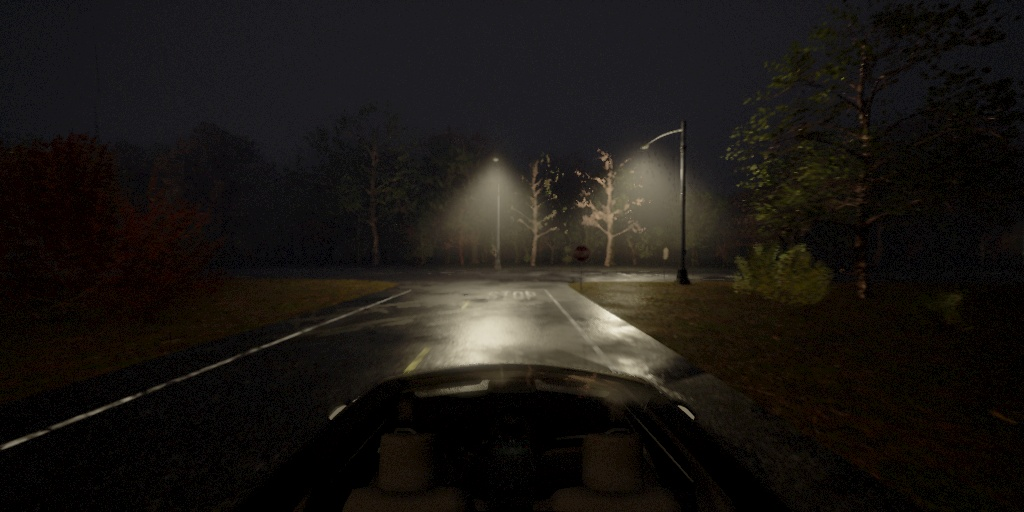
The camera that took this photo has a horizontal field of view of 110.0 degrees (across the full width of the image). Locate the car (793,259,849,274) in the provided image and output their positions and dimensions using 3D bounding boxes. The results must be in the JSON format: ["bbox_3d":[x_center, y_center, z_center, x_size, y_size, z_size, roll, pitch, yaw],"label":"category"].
[{"bbox_3d":[30.280,1.053,35.362,4.892,1.490,1.837,-1,1,1],"label":"car"}]
